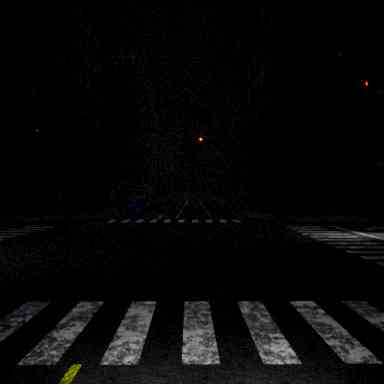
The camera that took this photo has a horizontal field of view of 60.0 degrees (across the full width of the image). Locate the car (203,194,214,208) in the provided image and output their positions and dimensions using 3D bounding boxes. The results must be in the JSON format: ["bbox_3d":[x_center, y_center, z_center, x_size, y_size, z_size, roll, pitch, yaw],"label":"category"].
[{"bbox_3d":[2.902,1.443,44.690,1.967,1.590,4.097,0,0,0],"label":"car"}]

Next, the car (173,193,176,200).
[{"bbox_3d":[-5.442,1.521,78.571,1.752,1.417,4.829,0,0,0],"label":"car"}]

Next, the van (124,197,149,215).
[{"bbox_3d":[-5.684,1.343,33.395,1.690,1.788,3.998,0,0,0],"label":"van"}]

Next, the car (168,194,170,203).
[{"bbox_3d":[-5.533,1.526,61.566,1.752,1.417,4.829,0,0,0],"label":"car"}]

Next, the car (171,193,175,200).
[{"bbox_3d":[-5.472,1.543,73.072,1.887,1.381,4.507,0,0,0],"label":"car"}]

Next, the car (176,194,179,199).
[{"bbox_3d":[-5.381,1.306,90.078,2.192,1.841,5.009,0,0,0],"label":"car"}]

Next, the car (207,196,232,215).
[{"bbox_3d":[2.842,1.442,33.352,1.967,1.590,4.097,0,0,0],"label":"car"}]

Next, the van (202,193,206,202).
[{"bbox_3d":[2.962,1.343,56.028,1.690,1.788,3.998,0,0,0],"label":"van"}]

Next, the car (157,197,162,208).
[{"bbox_3d":[-5.623,1.568,44.732,1.947,1.339,4.313,0,0,0],"label":"car"}]

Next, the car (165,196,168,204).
[{"bbox_3d":[-5.563,1.568,56.068,1.947,1.339,4.313,0,0,0],"label":"car"}]

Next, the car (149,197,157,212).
[{"bbox_3d":[-5.654,1.442,39.063,1.967,1.590,4.097,0,0,0],"label":"car"}]

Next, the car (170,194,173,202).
[{"bbox_3d":[-5.502,1.566,67.404,1.947,1.339,4.313,0,0,0],"label":"car"}]

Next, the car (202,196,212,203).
[{"bbox_3d":[3.024,1.551,67.367,2.008,1.369,4.403,0,0,0],"label":"car"}]

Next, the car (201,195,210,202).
[{"bbox_3d":[3.084,1.436,78.705,1.967,1.590,4.097,0,0,0],"label":"car"}]

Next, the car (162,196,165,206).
[{"bbox_3d":[-5.593,1.584,50.400,1.802,1.307,4.206,0,0,0],"label":"car"}]

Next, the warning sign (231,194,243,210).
[{"bbox_3d":[5.275,1.118,39.333,1.300,1.860,1.060,0,0,0],"label":"warning sign"}]

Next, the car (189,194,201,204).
[{"bbox_3d":[0.338,1.565,63.725,1.994,1.385,4.181,0,0,0],"label":"car"}]
